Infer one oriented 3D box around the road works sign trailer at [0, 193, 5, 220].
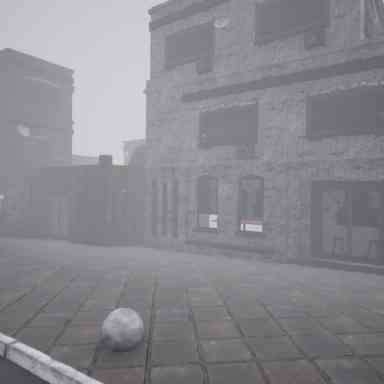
[{"bbox_3d":[-8.721,1.014,13.173,2.880,2.380,3.560,7,-7,-41],"label":"road works sign trailer"}]
